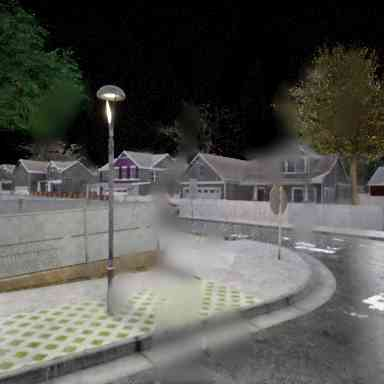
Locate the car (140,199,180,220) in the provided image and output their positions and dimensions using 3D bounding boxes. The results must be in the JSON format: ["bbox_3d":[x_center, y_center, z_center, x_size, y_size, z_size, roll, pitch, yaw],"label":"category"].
[{"bbox_3d":[-2.971,1.243,24.808,4.902,1.511,2.128,1,-1,45],"label":"car"}]
